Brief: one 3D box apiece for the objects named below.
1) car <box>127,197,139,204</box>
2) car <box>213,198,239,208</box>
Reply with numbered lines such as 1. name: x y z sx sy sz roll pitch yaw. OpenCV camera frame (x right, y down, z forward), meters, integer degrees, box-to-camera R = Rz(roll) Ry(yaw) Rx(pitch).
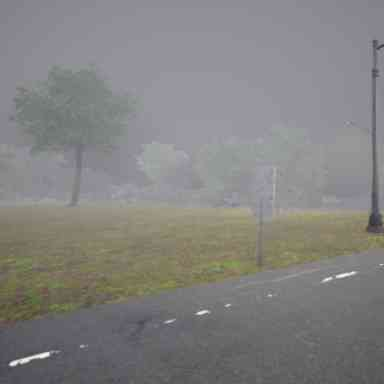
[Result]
1. car: -14.136 1.991 79.163 2.128 1.511 4.902 3 -3 -27
2. car: 5.013 1.557 48.769 1.994 1.385 4.181 4 -3 -35
